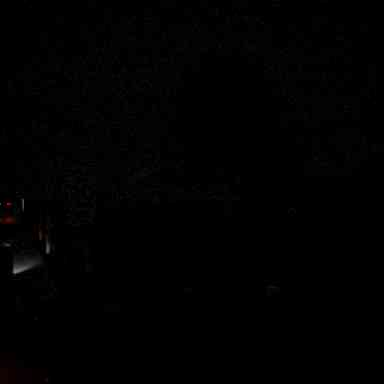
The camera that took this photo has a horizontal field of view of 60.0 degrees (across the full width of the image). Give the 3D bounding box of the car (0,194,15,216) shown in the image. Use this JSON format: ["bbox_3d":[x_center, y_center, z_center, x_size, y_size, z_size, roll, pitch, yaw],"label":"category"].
[{"bbox_3d":[-18.780,1.240,32.701,2.150,2.045,5.566,0,0,-28],"label":"car"}]

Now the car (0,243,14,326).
[{"bbox_3d":[-4.599,1.563,6.476,1.994,1.385,4.181,0,0,-28],"label":"car"}]

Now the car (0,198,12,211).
[{"bbox_3d":[-23.932,1.578,42.105,2.033,1.411,5.357,0,0,-28],"label":"car"}]
